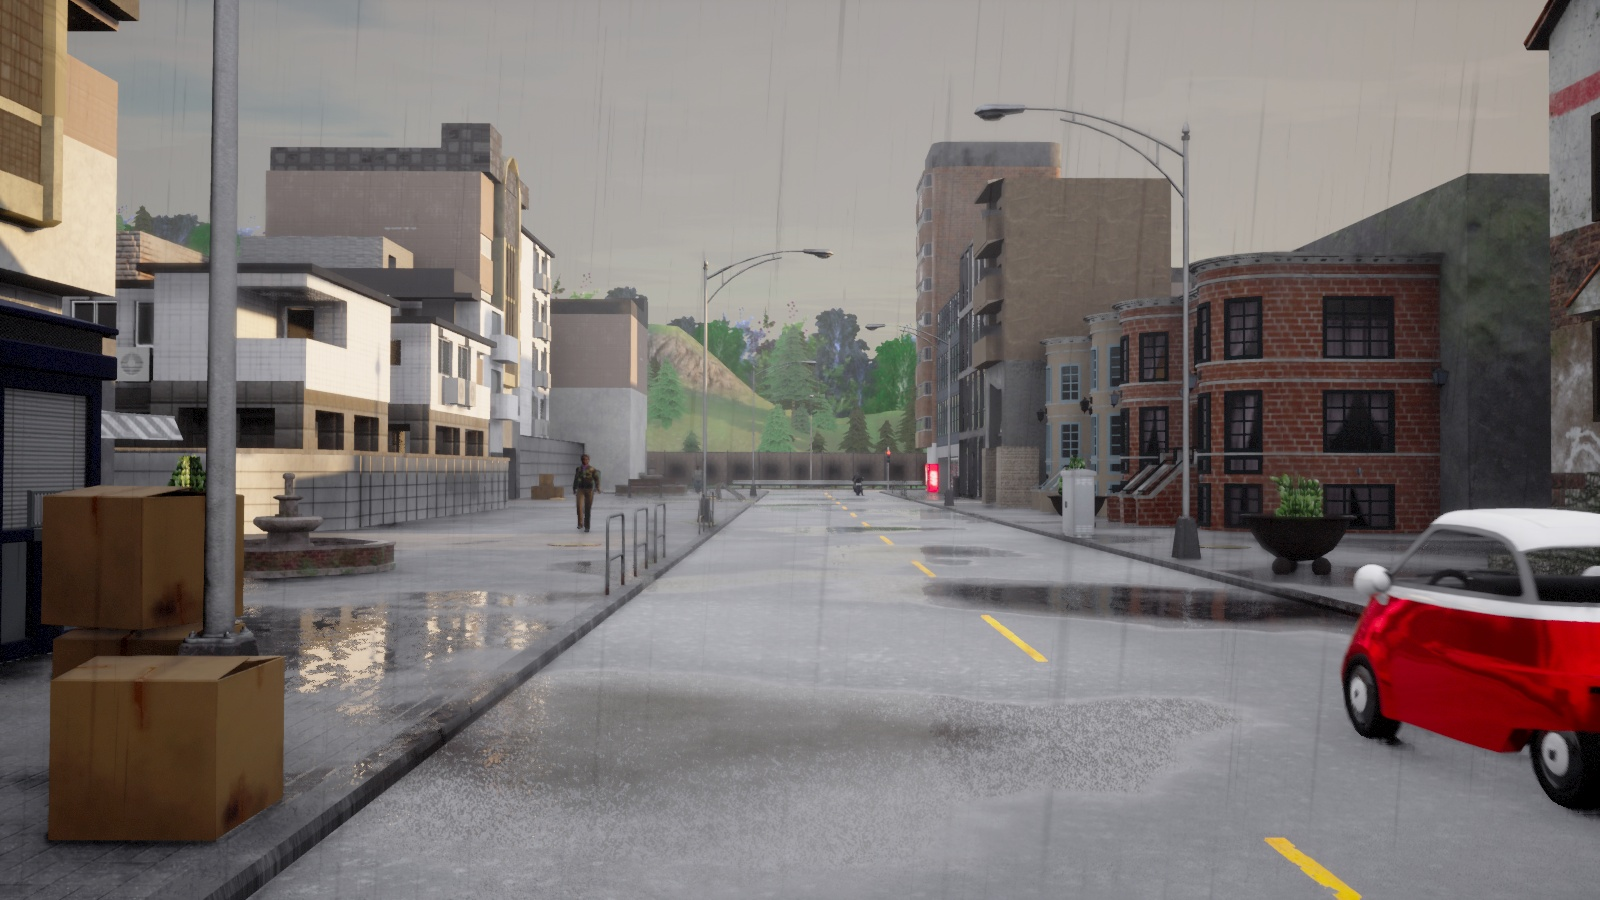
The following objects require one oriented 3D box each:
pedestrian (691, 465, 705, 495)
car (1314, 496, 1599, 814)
[{"bbox_3d":[-6.272,1.845,77.278,0.874,1.855,0.900,0,-1,-3],"label":"pedestrian"},{"bbox_3d":[3.981,0.967,6.791,1.481,1.376,2.207,0,-1,0],"label":"car"}]
